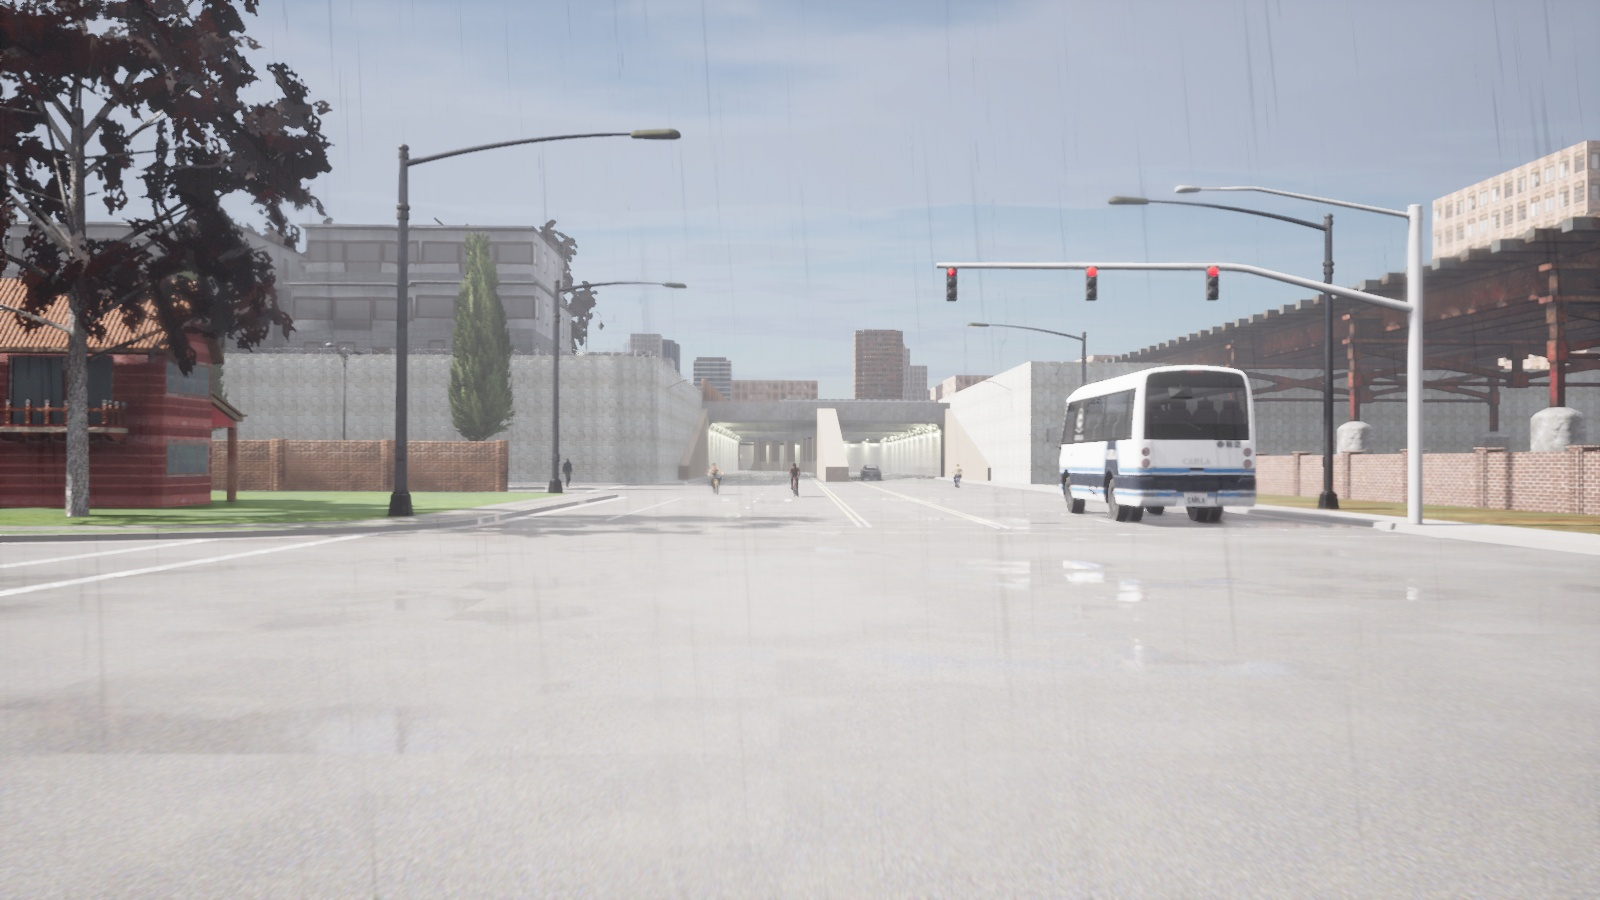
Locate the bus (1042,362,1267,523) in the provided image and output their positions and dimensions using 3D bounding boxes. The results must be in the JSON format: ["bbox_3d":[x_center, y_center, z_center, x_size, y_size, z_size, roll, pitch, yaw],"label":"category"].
[{"bbox_3d":[10.400,-0.137,38.442,3.944,4.253,10.273,0,-1,0],"label":"bus"}]

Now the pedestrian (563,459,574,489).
[{"bbox_3d":[-14.142,1.463,76.634,0.402,1.842,0.726,0,-1,-34],"label":"pedestrian"}]
